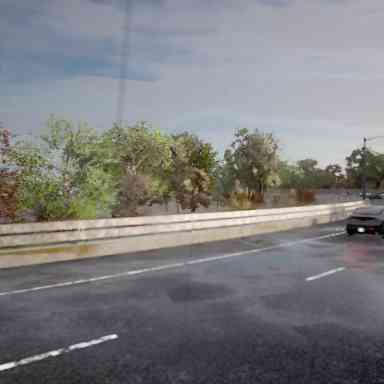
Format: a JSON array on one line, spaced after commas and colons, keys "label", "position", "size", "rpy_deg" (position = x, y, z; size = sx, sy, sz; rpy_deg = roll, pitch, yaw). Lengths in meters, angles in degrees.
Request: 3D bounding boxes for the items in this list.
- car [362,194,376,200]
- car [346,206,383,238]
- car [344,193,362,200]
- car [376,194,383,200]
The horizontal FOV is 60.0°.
[{"label": "car", "position": [43.333, 1.202, 83.151], "size": [1.837, 1.490, 4.892], "rpy_deg": [0, 0, 3]}, {"label": "car", "position": [9.499, 1.472, 16.999], "size": [4.892, 1.490, 1.837], "rpy_deg": [0, 0, -45]}, {"label": "car", "position": [39.841, 1.065, 83.387], "size": [2.097, 1.767, 4.553], "rpy_deg": [0, 0, 3]}, {"label": "car", "position": [46.823, 1.234, 82.885], "size": [2.033, 1.411, 5.357], "rpy_deg": [0, 0, 3]}]
